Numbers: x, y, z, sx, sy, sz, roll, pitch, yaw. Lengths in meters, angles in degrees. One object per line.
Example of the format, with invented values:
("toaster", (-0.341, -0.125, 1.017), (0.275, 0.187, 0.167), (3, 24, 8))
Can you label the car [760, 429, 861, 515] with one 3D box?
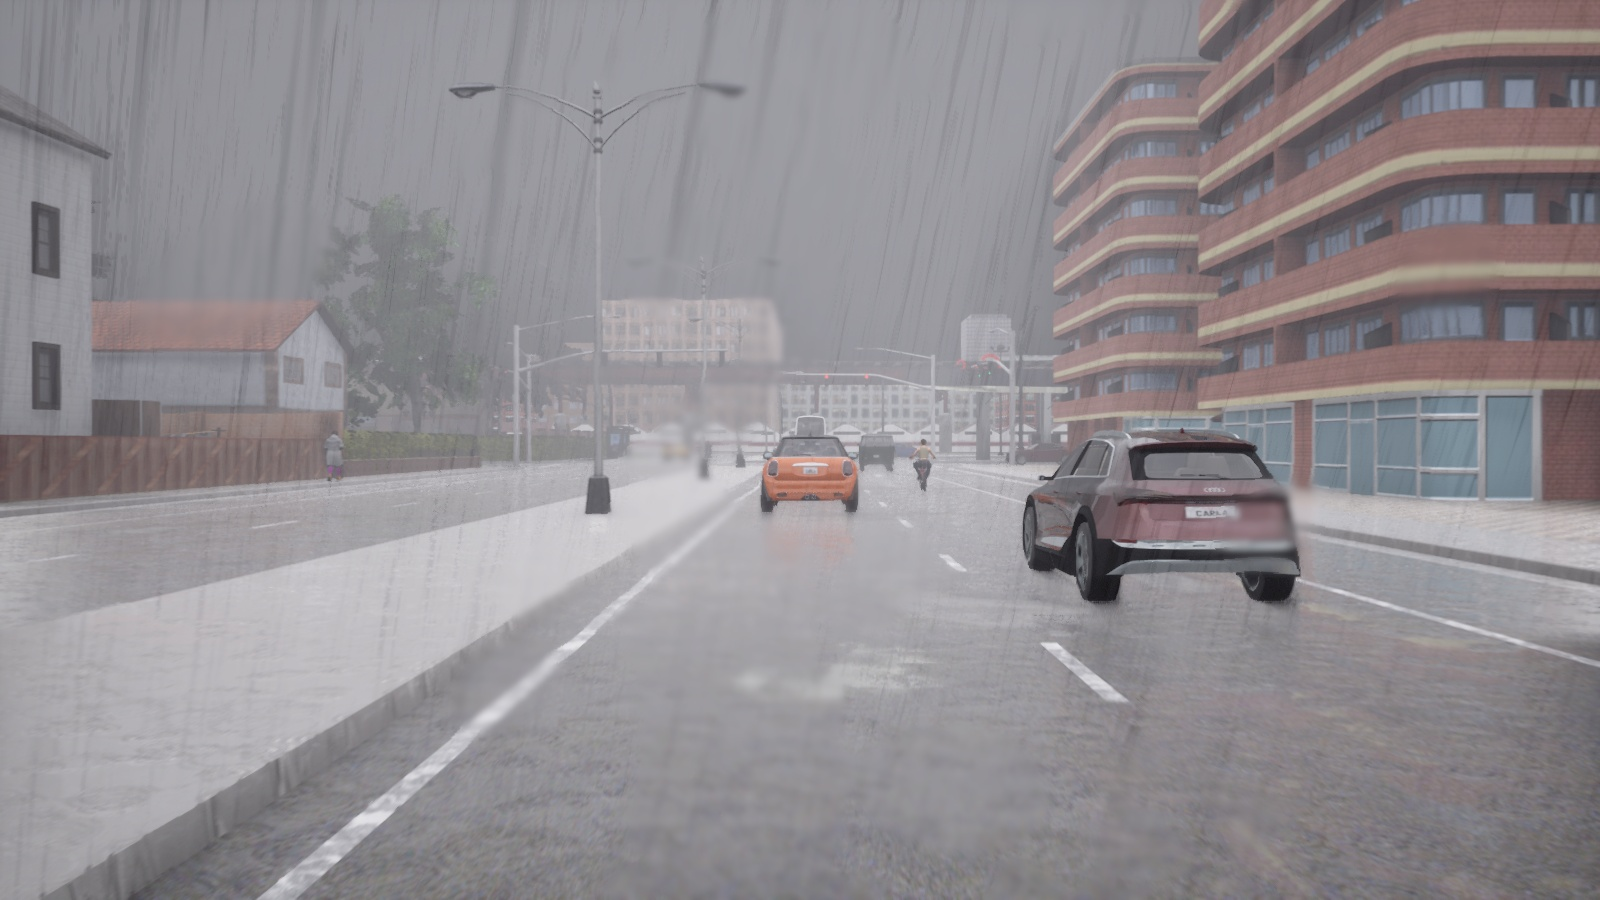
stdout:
("car", (0.228, 0.445, 28.403), (2.097, 1.767, 4.553), (0, 0, 0))

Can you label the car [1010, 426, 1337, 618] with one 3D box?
("car", (3.615, 0.605, 13.227), (2.033, 1.649, 4.856), (0, 0, 0))

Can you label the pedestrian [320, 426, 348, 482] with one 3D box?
("pedestrian", (-16.546, 0.137, 44.586), (0.659, 1.952, 0.873), (0, 0, 0))

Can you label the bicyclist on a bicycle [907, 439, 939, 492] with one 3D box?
("bicyclist on a bicycle", (3.814, 0.466, 38.985), (0.866, 1.612, 1.509), (0, 0, 0))

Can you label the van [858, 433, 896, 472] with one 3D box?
("van", (4.017, 0.125, 66.412), (1.775, 1.987, 4.442), (0, 0, 0))

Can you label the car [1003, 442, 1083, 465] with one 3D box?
("car", (16.470, 0.258, 85.198), (5.008, 1.535, 1.882), (0, 0, -1))
